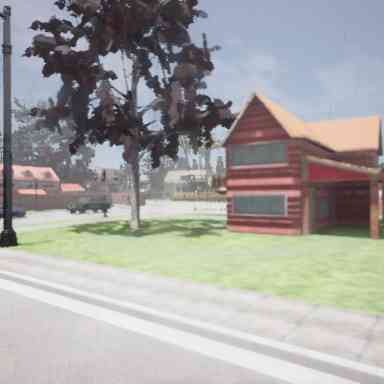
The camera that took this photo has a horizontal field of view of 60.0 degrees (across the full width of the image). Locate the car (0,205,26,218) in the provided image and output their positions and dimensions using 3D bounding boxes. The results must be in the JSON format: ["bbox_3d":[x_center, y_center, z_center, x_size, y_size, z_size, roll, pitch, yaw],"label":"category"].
[{"bbox_3d":[-18.632,1.934,32.716,1.994,1.385,4.181,-1,0,34],"label":"car"}]

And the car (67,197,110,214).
[{"bbox_3d":[-12.762,1.596,41.388,2.150,2.045,5.566,-1,0,35],"label":"car"}]
